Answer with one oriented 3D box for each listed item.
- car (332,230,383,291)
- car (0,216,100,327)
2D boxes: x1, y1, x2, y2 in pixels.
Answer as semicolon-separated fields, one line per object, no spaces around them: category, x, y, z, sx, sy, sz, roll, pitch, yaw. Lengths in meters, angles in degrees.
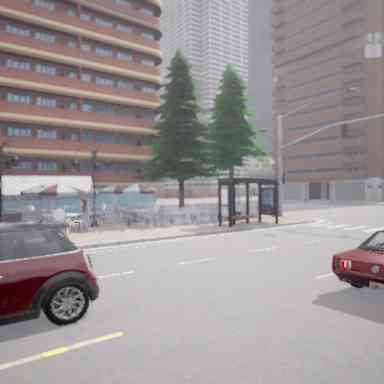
car;5.340;1.485;7.637;4.718;1.301;1.895;-1;1;-36
car;-3.980;1.359;5.469;4.553;1.767;2.097;-1;0;-35
